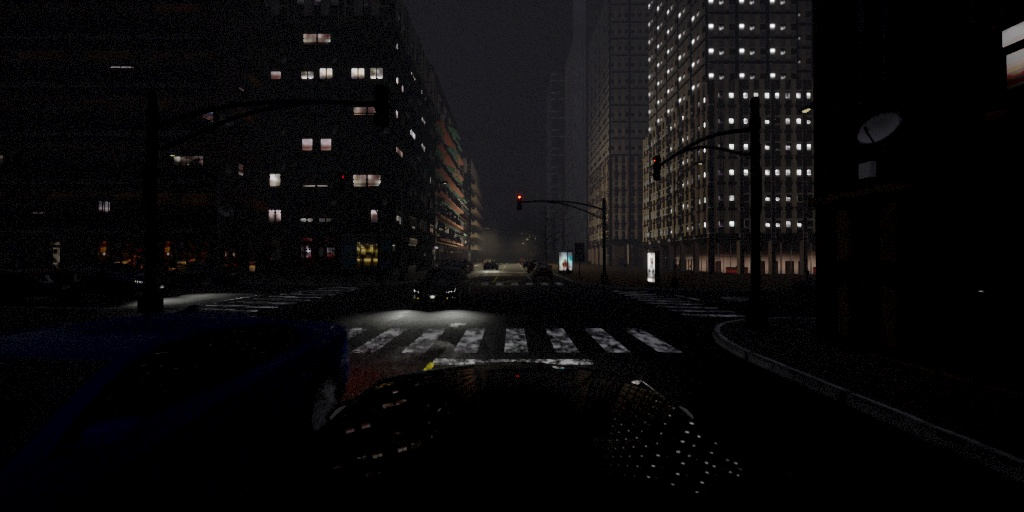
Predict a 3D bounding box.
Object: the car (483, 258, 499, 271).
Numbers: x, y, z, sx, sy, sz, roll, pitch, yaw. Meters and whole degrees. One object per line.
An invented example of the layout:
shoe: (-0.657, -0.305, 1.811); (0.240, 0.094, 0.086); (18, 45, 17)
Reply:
car: (-2.886, 1.334, 49.738); (1.994, 1.385, 4.181); (0, 0, 0)

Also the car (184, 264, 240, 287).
car: (-18.747, 1.104, 21.386); (4.313, 1.339, 1.948); (0, 0, 0)

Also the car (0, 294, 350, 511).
car: (-2.998, 1.229, 2.526); (1.882, 1.535, 5.008); (0, 0, 0)

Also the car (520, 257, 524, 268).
car: (2.831, 1.222, 60.145); (1.967, 1.591, 4.097); (0, 0, 0)

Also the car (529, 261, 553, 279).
car: (2.766, 1.344, 32.507); (1.802, 1.307, 4.207); (0, 0, 0)

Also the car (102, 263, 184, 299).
car: (-17.583, 1.033, 15.626); (4.674, 1.442, 1.812); (1, 0, 0)

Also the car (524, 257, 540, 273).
car: (2.792, 1.208, 43.563); (1.967, 1.591, 4.097); (0, 0, 0)

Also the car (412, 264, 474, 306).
car: (-2.966, 1.278, 15.819); (1.837, 1.490, 4.892); (0, 0, 0)

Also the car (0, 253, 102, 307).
car: (-18.745, 0.784, 13.005); (5.009, 1.841, 2.192); (0, 0, 0)

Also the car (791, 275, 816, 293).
car: (19.441, 1.644, 21.698); (4.403, 1.370, 2.007); (0, 0, 0)

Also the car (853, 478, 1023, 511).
car: (2.688, 1.315, 0.102); (1.948, 1.339, 4.313); (0, 0, 0)

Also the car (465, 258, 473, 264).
car: (-5.602, 1.080, 38.056); (2.192, 1.841, 5.009); (0, 0, 0)

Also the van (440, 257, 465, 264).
van: (-5.616, 1.103, 32.528); (1.690, 1.789, 3.998); (0, 0, 0)
